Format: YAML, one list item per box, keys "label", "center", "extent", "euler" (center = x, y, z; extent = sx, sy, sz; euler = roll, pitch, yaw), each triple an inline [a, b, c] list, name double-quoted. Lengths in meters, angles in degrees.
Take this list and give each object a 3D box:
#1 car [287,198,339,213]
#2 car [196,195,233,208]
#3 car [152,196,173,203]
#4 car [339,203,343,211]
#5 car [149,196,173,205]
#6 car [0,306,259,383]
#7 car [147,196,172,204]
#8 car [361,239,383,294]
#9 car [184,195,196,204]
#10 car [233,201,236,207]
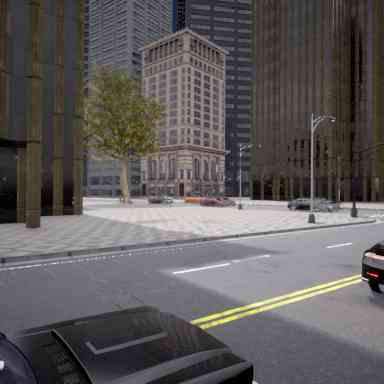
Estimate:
- label: "car"
  center: [12.550, 1.444, 35.589]
  extent: [2.128, 1.511, 4.902]
  euler: [1, 0, -38]
- label: "car"
  center: [3.121, 1.476, 47.129]
  extent: [1.812, 1.442, 4.674]
  euler: [1, -1, -41]
- label: "car"
  center: [-6.412, 1.568, 72.112]
  extent: [1.812, 1.442, 4.674]
  euler: [1, -1, -45]
- label: "car"
  center: [14.740, 1.477, 38.057]
  extent: [2.128, 1.511, 4.902]
  euler: [1, -1, -39]
- label: "car"
  center: [-5.295, 1.439, 56.675]
  extent: [2.128, 1.511, 4.902]
  euler: [1, 0, -42]
- label: "car"
  center: [-1.733, 1.601, 2.205]
  extent: [4.718, 1.301, 1.895]
  euler: [0, 0, -36]
- label: "car"
  center: [-6.054, 1.473, 62.332]
  extent: [2.128, 1.511, 4.902]
  euler: [1, -1, -43]
- label: "car"
  center: [5.787, 1.492, 7.567]
  extent: [4.902, 1.511, 2.128]
  euler: [0, 0, -35]
- label: "car"
  center: [0.548, 1.398, 64.926]
  extent: [2.097, 1.767, 4.553]
  euler: [1, -1, -43]
- label: "car"
  center: [4.628, 1.508, 50.340]
  extent: [1.812, 1.442, 4.674]
  euler: [1, -1, -41]
